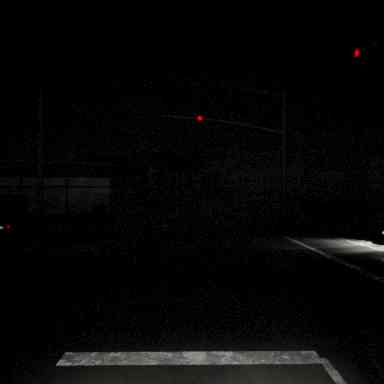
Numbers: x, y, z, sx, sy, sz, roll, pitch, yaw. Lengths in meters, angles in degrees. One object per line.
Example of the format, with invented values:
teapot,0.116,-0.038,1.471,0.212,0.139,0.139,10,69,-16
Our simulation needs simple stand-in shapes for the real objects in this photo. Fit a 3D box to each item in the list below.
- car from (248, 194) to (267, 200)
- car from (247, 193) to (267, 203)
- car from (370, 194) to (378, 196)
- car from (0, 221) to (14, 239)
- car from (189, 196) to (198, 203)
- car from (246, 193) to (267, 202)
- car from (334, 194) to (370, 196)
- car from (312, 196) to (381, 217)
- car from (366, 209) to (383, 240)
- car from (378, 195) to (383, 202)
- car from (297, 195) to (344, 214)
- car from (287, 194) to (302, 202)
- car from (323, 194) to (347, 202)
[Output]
car,18.080,1.334,91.697,4.902,1.511,2.128,0,0,0
car,12.812,1.361,65.738,3.806,1.475,1.970,0,0,0
car,38.338,1.232,69.156,3.806,1.475,1.970,0,0,0
car,-10.488,1.547,13.915,5.357,1.411,2.033,0,0,-1
car,0.232,1.547,69.759,2.033,1.411,5.357,0,0,0
car,13.410,1.077,69.065,3.866,1.878,1.905,0,0,0
car,20.626,1.320,43.357,3.633,1.501,1.845,0,0,0
car,13.063,1.340,28.344,4.514,1.523,2.007,0,0,0
car,10.175,1.564,14.200,4.181,1.385,1.994,0,0,-1
car,38.686,1.154,62.739,5.027,1.636,2.152,0,0,0
car,12.999,1.330,31.481,5.027,1.636,2.152,0,0,0
car,21.291,1.097,65.809,4.605,1.855,1.932,0,0,0
car,31.274,1.298,72.790,4.514,1.523,2.007,0,0,0
